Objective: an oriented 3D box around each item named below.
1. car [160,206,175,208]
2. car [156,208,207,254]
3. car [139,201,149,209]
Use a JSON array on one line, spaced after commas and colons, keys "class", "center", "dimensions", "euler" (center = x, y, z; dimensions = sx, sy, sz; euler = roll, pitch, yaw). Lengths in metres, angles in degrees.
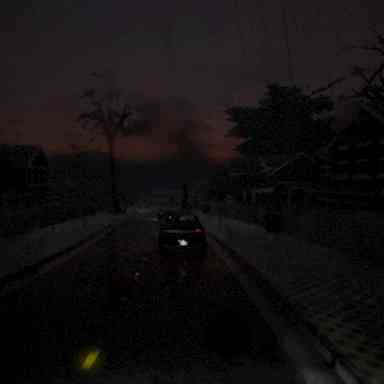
[{"class": "car", "center": [-2.136, 1.934, 29.482], "dimensions": [1.812, 1.442, 4.674], "euler": [0, -1, -7]}, {"class": "car", "center": [-0.488, 1.667, 14.405], "dimensions": [2.128, 1.511, 4.902], "euler": [0, -1, -4]}, {"class": "car", "center": [-9.422, 2.623, 65.903], "dimensions": [2.128, 1.511, 4.902], "euler": [0, -1, -7]}]
